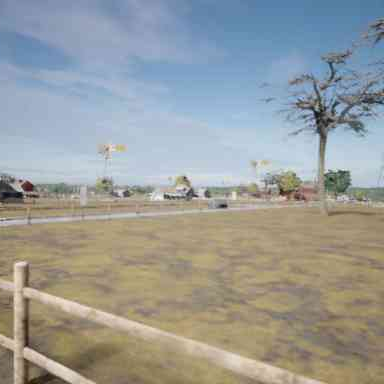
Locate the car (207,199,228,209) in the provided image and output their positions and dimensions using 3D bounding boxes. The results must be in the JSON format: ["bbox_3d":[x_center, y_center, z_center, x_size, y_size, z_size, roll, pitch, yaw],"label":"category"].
[{"bbox_3d":[4.478,1.950,56.734,2.097,1.767,4.553,2,0,36],"label":"car"}]
